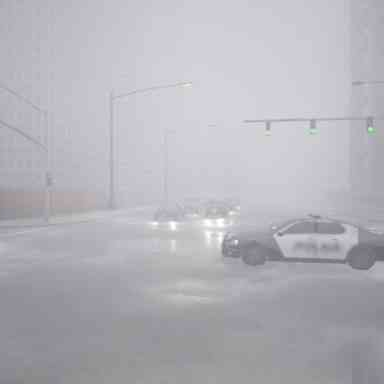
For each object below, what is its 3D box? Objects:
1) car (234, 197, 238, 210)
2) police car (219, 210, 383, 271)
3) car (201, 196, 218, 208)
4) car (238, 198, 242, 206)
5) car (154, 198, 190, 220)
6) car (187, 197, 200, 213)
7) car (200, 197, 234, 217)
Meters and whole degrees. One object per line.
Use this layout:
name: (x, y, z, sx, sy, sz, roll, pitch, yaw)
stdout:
car: (4.219, 1.503, 40.325, 1.837, 1.490, 4.892, 0, 0, 11)
police car: (3.503, 1.509, 10.620, 4.974, 1.542, 2.038, 0, 0, 11)
car: (2.755, 1.477, 50.859, 1.882, 1.535, 5.008, 0, 1, 11)
car: (6.835, 1.525, 53.383, 1.812, 1.442, 4.674, 0, 1, 11)
car: (-1.782, 1.525, 28.002, 1.812, 1.442, 4.674, 0, 0, 11)
car: (-0.091, 1.351, 36.637, 2.097, 1.767, 4.553, 0, 0, 11)
car: (2.420, 1.491, 31.289, 2.128, 1.511, 4.902, 0, 0, 11)
